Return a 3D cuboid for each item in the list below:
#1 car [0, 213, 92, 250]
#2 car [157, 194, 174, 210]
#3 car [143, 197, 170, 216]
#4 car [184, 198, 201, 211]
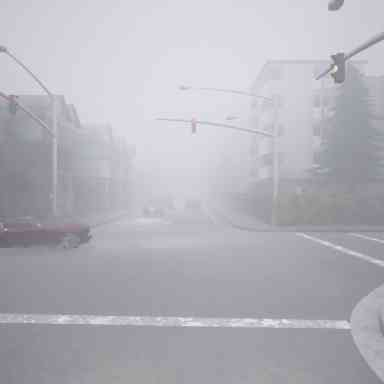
[{"bbox_3d":[-6.168,1.458,12.381,4.718,1.301,1.895,1,0,-22],"label":"car"},{"bbox_3d":[-3.566,1.221,42.900,2.150,2.045,5.566,0,0,0],"label":"car"},{"bbox_3d":[-3.589,1.491,32.324,2.128,1.511,4.902,0,0,0],"label":"car"},{"bbox_3d":[0.109,1.491,40.471,2.128,1.511,4.902,0,0,0],"label":"car"}]
